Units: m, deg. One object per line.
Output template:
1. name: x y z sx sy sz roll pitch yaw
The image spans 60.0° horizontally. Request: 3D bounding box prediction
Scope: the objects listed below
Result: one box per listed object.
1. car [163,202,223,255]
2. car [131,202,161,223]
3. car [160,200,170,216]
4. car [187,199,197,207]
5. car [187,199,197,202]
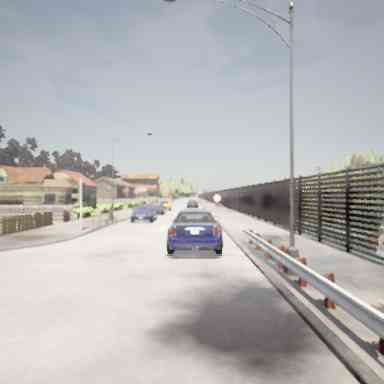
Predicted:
1. car: 0.103 1.492 14.120 2.097 1.767 4.553 0 -1 0
2. car: -4.082 1.811 28.834 1.812 1.442 4.674 0 -1 0
3. car: -4.063 1.929 38.601 2.033 1.411 5.357 0 -1 0
4. car: 0.006 2.166 65.003 1.812 1.442 4.674 0 -1 0
5. car: 0.108 2.106 55.035 1.994 1.385 4.181 0 -1 0
